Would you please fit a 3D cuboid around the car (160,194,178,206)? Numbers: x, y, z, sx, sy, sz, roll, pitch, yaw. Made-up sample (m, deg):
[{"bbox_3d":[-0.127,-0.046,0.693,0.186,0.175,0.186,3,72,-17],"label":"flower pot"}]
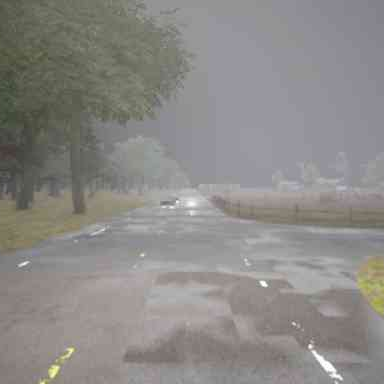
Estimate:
[{"bbox_3d":[-3.579,1.311,48.951,1.994,1.385,4.181,0,1,0],"label":"car"}]
